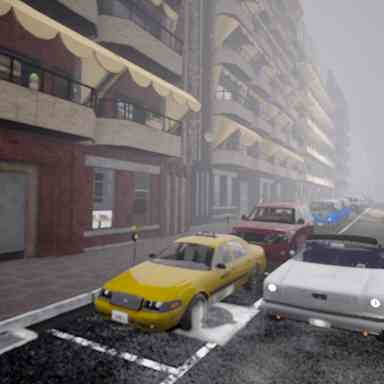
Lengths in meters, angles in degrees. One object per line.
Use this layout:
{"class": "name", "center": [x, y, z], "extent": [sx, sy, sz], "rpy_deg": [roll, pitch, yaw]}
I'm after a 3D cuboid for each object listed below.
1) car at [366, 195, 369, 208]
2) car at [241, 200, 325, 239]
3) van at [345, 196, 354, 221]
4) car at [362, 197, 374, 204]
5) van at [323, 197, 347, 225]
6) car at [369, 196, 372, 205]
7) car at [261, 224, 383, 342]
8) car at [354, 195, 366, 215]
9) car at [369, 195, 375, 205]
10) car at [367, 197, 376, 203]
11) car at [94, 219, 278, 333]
{"class": "car", "center": [19.852, 1.423, 40.529], "extent": [2.192, 1.841, 5.009], "rpy_deg": [2, 1, 30]}
{"class": "car", "center": [3.052, 1.332, 11.915], "extent": [2.192, 1.841, 5.009], "rpy_deg": [2, 1, 30]}
{"class": "van", "center": [11.451, 1.396, 26.223], "extent": [1.690, 1.788, 3.998], "rpy_deg": [2, 1, 30]}
{"class": "car", "center": [36.646, 1.802, 69.148], "extent": [1.887, 1.381, 4.507], "rpy_deg": [2, 0, 30]}
{"class": "van", "center": [8.651, 1.381, 21.452], "extent": [1.690, 1.788, 3.998], "rpy_deg": [2, 1, 30]}
{"class": "car", "center": [25.447, 1.715, 50.072], "extent": [1.947, 1.339, 4.313], "rpy_deg": [2, 1, 30]}
{"class": "car", "center": [2.984, 1.612, 6.781], "extent": [1.895, 1.301, 4.718], "rpy_deg": [0, 0, 30]}
{"class": "car", "center": [17.052, 1.404, 35.761], "extent": [2.192, 1.841, 5.009], "rpy_deg": [2, 1, 30]}
{"class": "car", "center": [33.851, 1.542, 64.376], "extent": [2.192, 1.841, 5.009], "rpy_deg": [2, 1, 30]}
{"class": "car", "center": [45.047, 1.940, 83.458], "extent": [1.802, 1.307, 4.206], "rpy_deg": [1, 0, 30]}
{"class": "car", "center": [0.160, 1.533, 7.001], "extent": [1.752, 1.417, 4.829], "rpy_deg": [2, 1, 30]}
